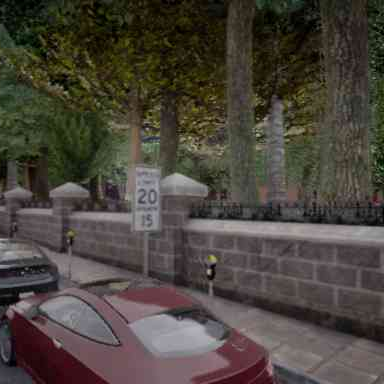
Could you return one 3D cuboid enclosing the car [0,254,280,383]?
[{"bbox_3d":[-0.967,1.713,4.058,1.802,1.307,4.206,4,-3,-43],"label":"car"}]

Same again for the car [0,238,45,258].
[{"bbox_3d":[-4.623,1.757,7.873,2.008,1.369,4.403,4,-3,-43],"label":"car"}]
